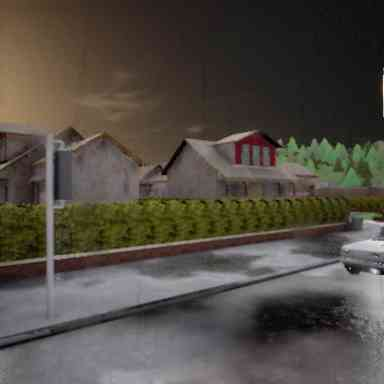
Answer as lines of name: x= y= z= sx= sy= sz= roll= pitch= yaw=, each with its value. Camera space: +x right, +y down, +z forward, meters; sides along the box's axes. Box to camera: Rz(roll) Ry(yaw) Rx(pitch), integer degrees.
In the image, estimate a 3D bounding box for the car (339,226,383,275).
car: x=6.213 y=1.631 z=9.519 sx=4.718 sy=1.301 sz=1.895 roll=0 pitch=0 yaw=-38
